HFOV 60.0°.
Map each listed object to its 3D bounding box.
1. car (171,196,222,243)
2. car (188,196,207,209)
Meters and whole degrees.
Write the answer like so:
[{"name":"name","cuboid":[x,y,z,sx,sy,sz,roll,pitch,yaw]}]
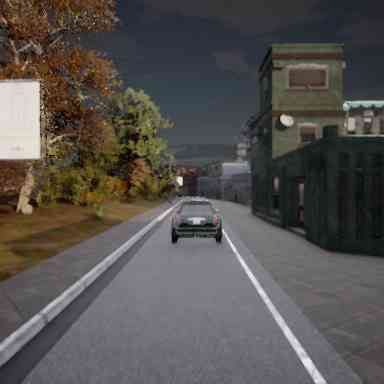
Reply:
[{"name":"car","cuboid":[0.213,1.179,15.353,2.097,1.767,4.553,0,1,1]},{"name":"car","cuboid":[0.637,1.109,36.489,1.895,1.301,4.718,0,1,2]}]
